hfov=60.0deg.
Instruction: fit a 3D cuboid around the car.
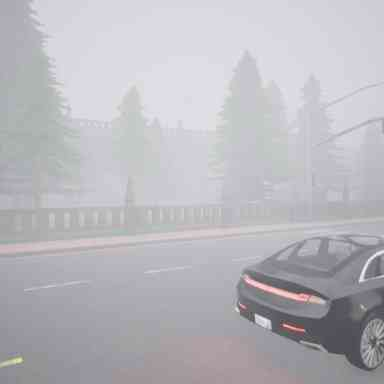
[{"bbox_3d":[2.990,1.489,5.651,4.902,1.511,2.128,0,0,-32],"label":"car"}]
